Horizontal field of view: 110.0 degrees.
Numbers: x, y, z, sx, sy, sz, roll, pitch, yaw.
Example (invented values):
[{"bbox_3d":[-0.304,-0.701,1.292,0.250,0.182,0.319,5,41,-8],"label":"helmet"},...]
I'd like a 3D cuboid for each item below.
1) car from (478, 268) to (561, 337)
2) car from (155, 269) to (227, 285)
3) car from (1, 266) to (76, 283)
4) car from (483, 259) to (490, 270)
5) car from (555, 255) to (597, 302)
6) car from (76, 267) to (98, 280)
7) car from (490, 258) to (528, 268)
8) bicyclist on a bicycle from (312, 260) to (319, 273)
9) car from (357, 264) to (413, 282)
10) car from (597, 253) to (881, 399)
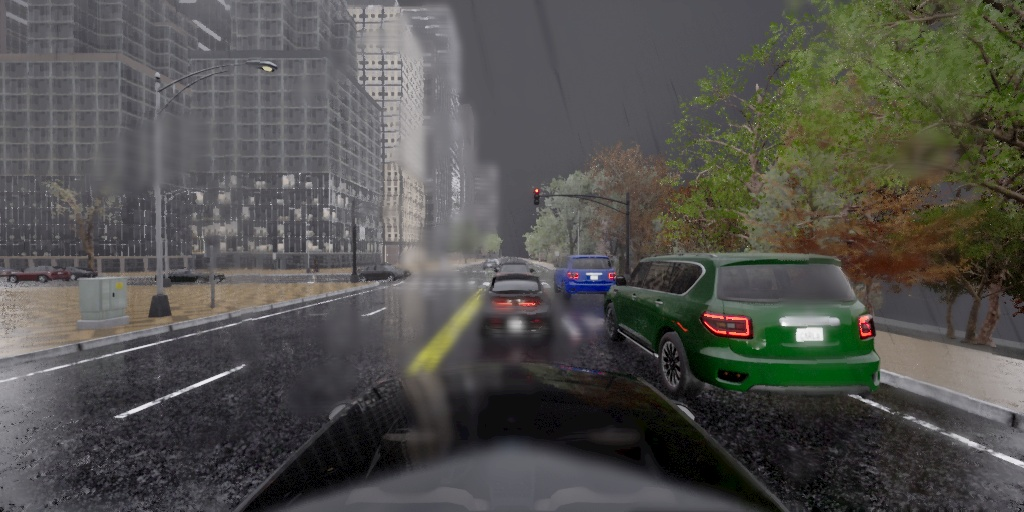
[{"bbox_3d":[0.111,1.253,10.238,1.837,1.490,4.892,0,0,0],"label":"car"},{"bbox_3d":[-27.388,1.795,30.704,4.718,1.301,1.895,-1,0,0],"label":"car"},{"bbox_3d":[-49.395,1.835,37.505,4.553,1.767,2.097,-1,0,1],"label":"car"},{"bbox_3d":[-3.228,1.233,53.629,2.128,1.511,4.902,0,0,0],"label":"car"},{"bbox_3d":[3.348,0.969,17.128,2.150,2.045,5.566,0,0,1],"label":"car"},{"bbox_3d":[-50.146,1.971,40.747,4.892,1.490,1.837,-1,0,1],"label":"car"},{"bbox_3d":[0.116,1.099,19.297,2.097,1.767,4.553,0,0,0],"label":"car"},{"bbox_3d":[-24.557,1.328,44.776,0.582,1.620,1.656,-1,1,0],"label":"bicyclist on a bicycle"},{"bbox_3d":[-10.321,1.358,29.028,4.892,1.490,1.837,-3,0,23],"label":"car"},{"bbox_3d":[3.343,0.971,6.655,2.150,2.045,5.566,0,0,1],"label":"car"}]
